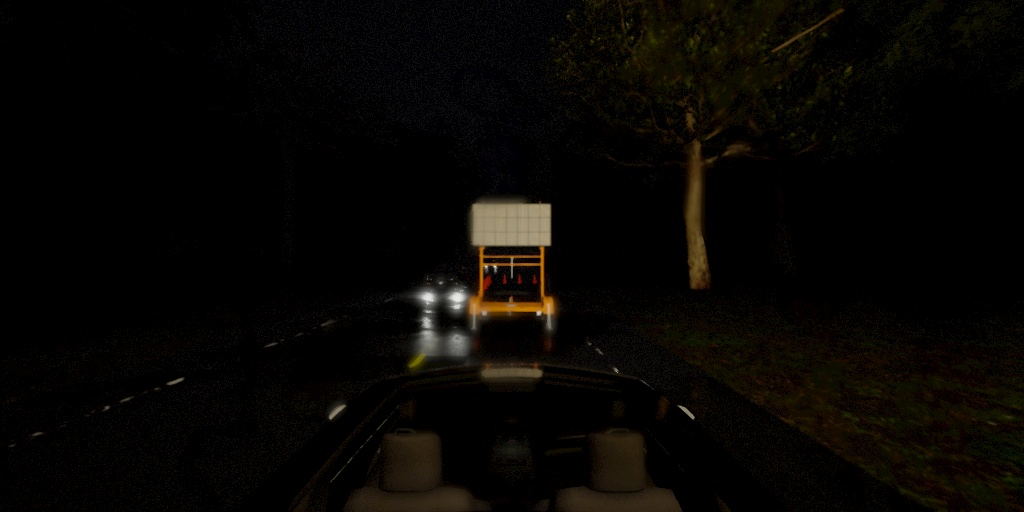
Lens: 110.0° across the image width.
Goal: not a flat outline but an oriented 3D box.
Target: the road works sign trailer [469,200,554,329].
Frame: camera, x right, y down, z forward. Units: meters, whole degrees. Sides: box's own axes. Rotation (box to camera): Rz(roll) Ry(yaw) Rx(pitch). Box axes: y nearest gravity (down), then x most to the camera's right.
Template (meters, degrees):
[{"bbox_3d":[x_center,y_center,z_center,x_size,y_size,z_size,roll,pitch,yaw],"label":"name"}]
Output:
[{"bbox_3d":[-0.002,0.135,10.868,2.380,3.560,2.880,0,0,0],"label":"road works sign trailer"}]

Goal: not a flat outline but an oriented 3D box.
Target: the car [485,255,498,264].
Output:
[{"bbox_3d":[-3.562,0.666,62.055,1.837,1.490,4.892,0,1,1],"label":"car"}]

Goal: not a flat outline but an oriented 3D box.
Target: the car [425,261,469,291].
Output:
[{"bbox_3d":[-3.599,1.089,20.546,1.837,1.490,4.892,0,1,0],"label":"car"}]
